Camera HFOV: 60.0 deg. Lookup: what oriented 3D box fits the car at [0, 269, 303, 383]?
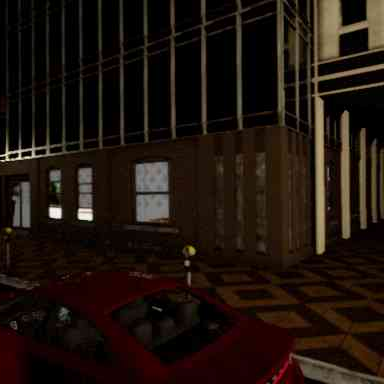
[{"bbox_3d":[-1.137,1.575,3.683,4.507,1.381,1.887,-1,0,35],"label":"car"}]
